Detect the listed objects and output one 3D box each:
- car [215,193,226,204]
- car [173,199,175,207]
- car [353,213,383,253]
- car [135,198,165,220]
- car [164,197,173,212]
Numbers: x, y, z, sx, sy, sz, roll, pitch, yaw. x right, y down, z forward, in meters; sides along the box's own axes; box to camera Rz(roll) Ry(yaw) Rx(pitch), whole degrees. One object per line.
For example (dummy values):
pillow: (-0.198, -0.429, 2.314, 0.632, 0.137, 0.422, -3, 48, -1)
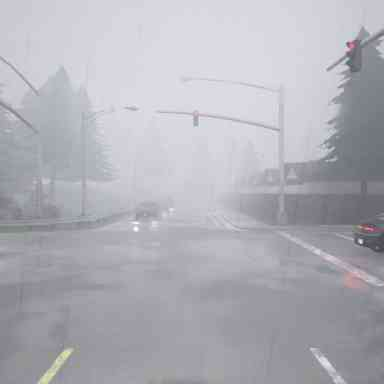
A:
car: (6.882, 1.206, 60.868, 5.566, 2.045, 2.150, 0, 0, -22)
car: (-3.528, 1.503, 48.313, 1.837, 1.490, 4.892, 0, 0, 2)
car: (7.766, 1.313, 10.577, 4.892, 1.490, 1.837, 0, 0, -1)
car: (-3.611, 1.505, 28.043, 1.837, 1.490, 4.892, 0, 0, 0)
car: (-3.609, 1.564, 37.957, 1.994, 1.385, 4.181, 0, 0, 0)
